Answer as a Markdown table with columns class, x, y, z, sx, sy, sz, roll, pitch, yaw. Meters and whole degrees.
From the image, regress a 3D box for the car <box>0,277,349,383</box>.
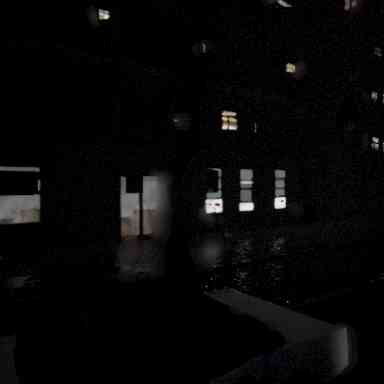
| class | x | y | z | sx | sy | sz | roll | pitch | yaw |
| --- | --- | --- | --- | --- | --- | --- | --- | --- | --- |
| car | -0.771 | 1.599 | 2.827 | 4.718 | 1.301 | 1.895 | 0 | 0 | -35 |
